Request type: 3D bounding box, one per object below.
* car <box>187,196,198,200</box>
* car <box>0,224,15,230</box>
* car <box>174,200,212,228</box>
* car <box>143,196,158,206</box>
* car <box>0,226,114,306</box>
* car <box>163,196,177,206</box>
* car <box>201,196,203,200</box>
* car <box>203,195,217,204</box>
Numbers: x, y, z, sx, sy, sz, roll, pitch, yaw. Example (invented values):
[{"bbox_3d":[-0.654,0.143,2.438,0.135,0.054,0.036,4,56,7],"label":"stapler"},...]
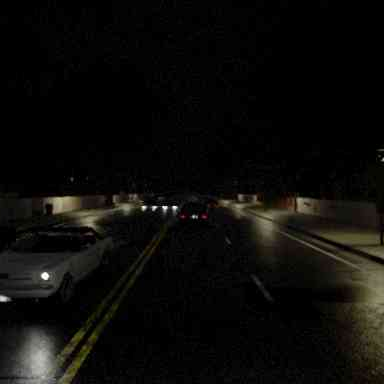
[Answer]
[{"bbox_3d":[0.087,1.415,61.849,1.812,1.442,4.674,0,0,0],"label":"car"},{"bbox_3d":[-6.602,1.452,8.738,1.882,1.535,5.008,0,0,0],"label":"car"},{"bbox_3d":[0.094,1.487,21.772,2.033,1.411,5.357,0,0,0],"label":"car"},{"bbox_3d":[-6.565,1.371,52.510,1.882,1.535,5.008,0,0,1],"label":"car"},{"bbox_3d":[-3.353,1.577,8.096,1.895,1.301,4.718,0,0,0],"label":"car"},{"bbox_3d":[-3.320,1.421,50.934,1.812,1.442,4.674,0,0,0],"label":"car"},{"bbox_3d":[3.232,1.409,80.178,2.128,1.511,4.902,0,0,0],"label":"car"},{"bbox_3d":[3.336,1.416,58.574,1.812,1.442,4.674,0,0,0],"label":"car"}]
